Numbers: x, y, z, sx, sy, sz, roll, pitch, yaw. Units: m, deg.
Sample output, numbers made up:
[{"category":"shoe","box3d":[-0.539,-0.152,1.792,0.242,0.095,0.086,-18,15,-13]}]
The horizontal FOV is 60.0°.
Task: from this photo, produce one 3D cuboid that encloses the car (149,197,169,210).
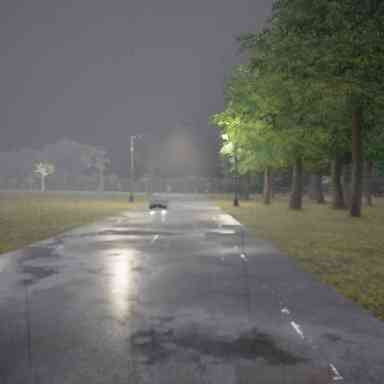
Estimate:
[{"category":"car","box3d":[-3.591,1.214,36.888,2.033,1.411,5.357,0,1,0]}]
